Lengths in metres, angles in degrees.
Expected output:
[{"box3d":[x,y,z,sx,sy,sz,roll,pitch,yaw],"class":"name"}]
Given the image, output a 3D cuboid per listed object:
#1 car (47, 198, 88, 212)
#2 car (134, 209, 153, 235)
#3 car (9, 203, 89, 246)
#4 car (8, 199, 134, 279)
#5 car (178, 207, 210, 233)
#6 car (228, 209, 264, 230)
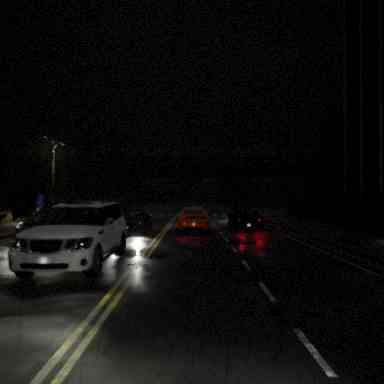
[{"box3d":[-16.377,1.722,43.925,4.553,1.767,2.097,0,-1,0],"class":"car"},{"box3d":[-3.511,1.760,20.150,1.994,1.385,4.181,0,-1,0],"class":"car"},{"box3d":[-7.040,1.518,17.026,2.097,1.767,4.553,0,-1,1],"class":"car"},{"box3d":[-3.573,1.327,10.795,2.150,2.045,5.566,0,-1,0],"class":"car"},{"box3d":[0.098,1.685,21.261,1.882,1.535,5.008,0,-1,0],"class":"car"},{"box3d":[3.596,1.827,23.197,1.895,1.301,4.718,0,-1,0],"class":"car"}]
